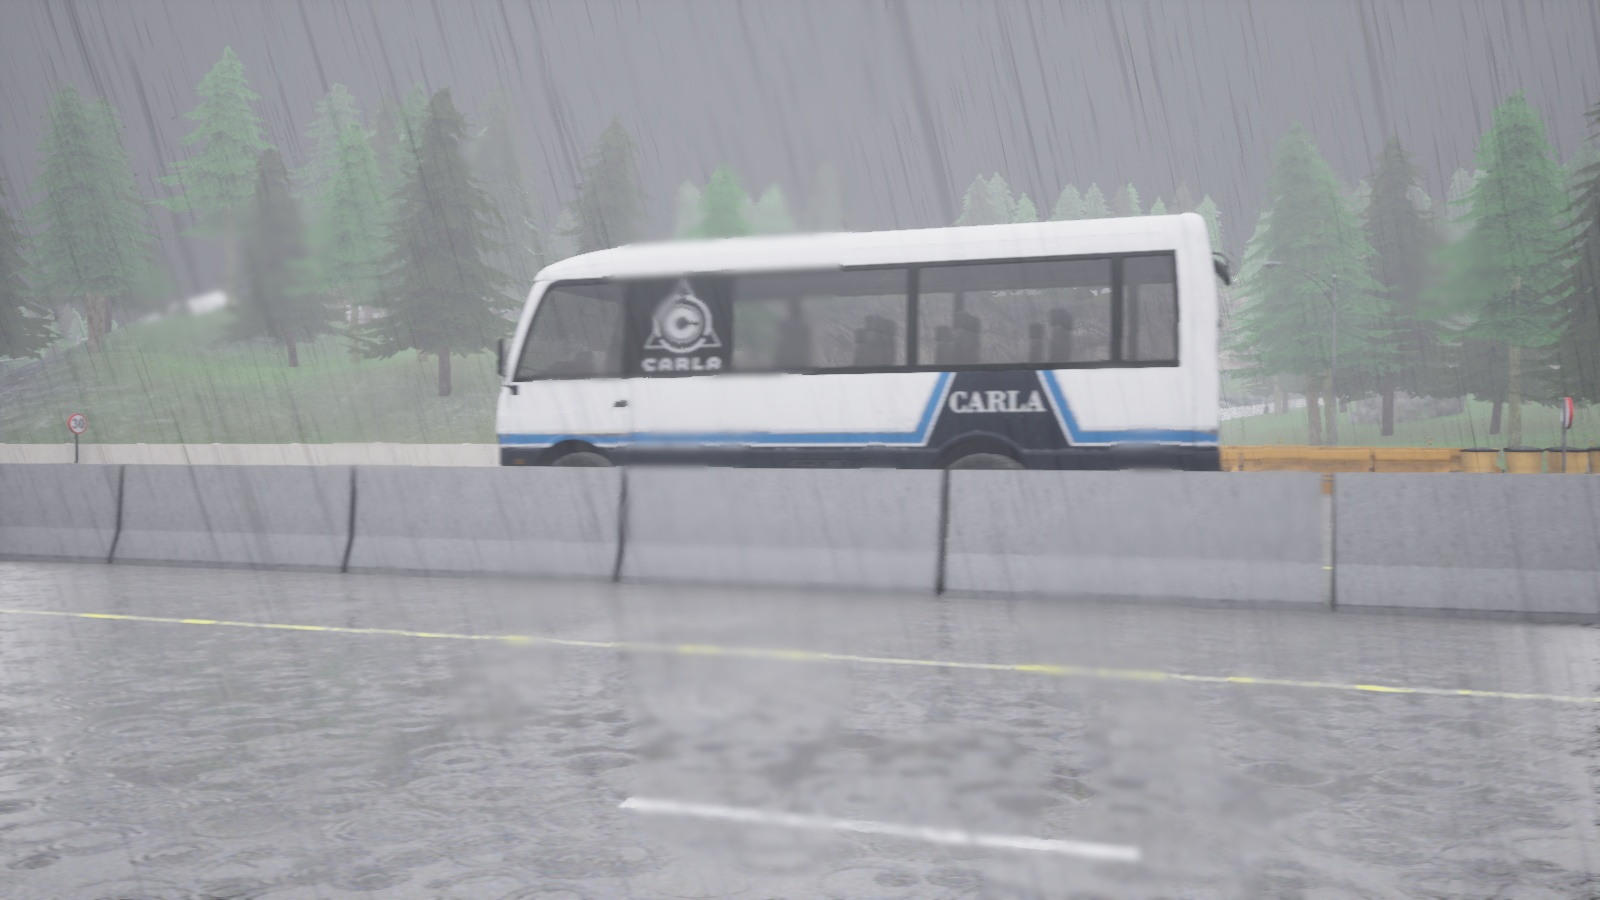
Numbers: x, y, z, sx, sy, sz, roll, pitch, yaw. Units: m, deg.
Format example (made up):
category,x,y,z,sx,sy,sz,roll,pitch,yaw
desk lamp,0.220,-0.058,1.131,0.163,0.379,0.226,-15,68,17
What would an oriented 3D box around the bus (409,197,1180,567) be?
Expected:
category,x,y,z,sx,sy,sz,roll,pitch,yaw
bus,-0.012,-0.838,17.946,10.273,4.253,3.944,0,1,19
